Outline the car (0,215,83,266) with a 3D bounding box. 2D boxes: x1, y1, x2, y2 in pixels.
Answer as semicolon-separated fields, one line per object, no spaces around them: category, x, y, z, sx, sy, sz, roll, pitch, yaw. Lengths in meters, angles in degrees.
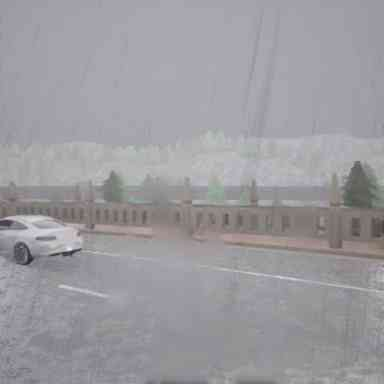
car;-5.808;1.519;11.404;4.674;1.442;1.812;0;0;29
